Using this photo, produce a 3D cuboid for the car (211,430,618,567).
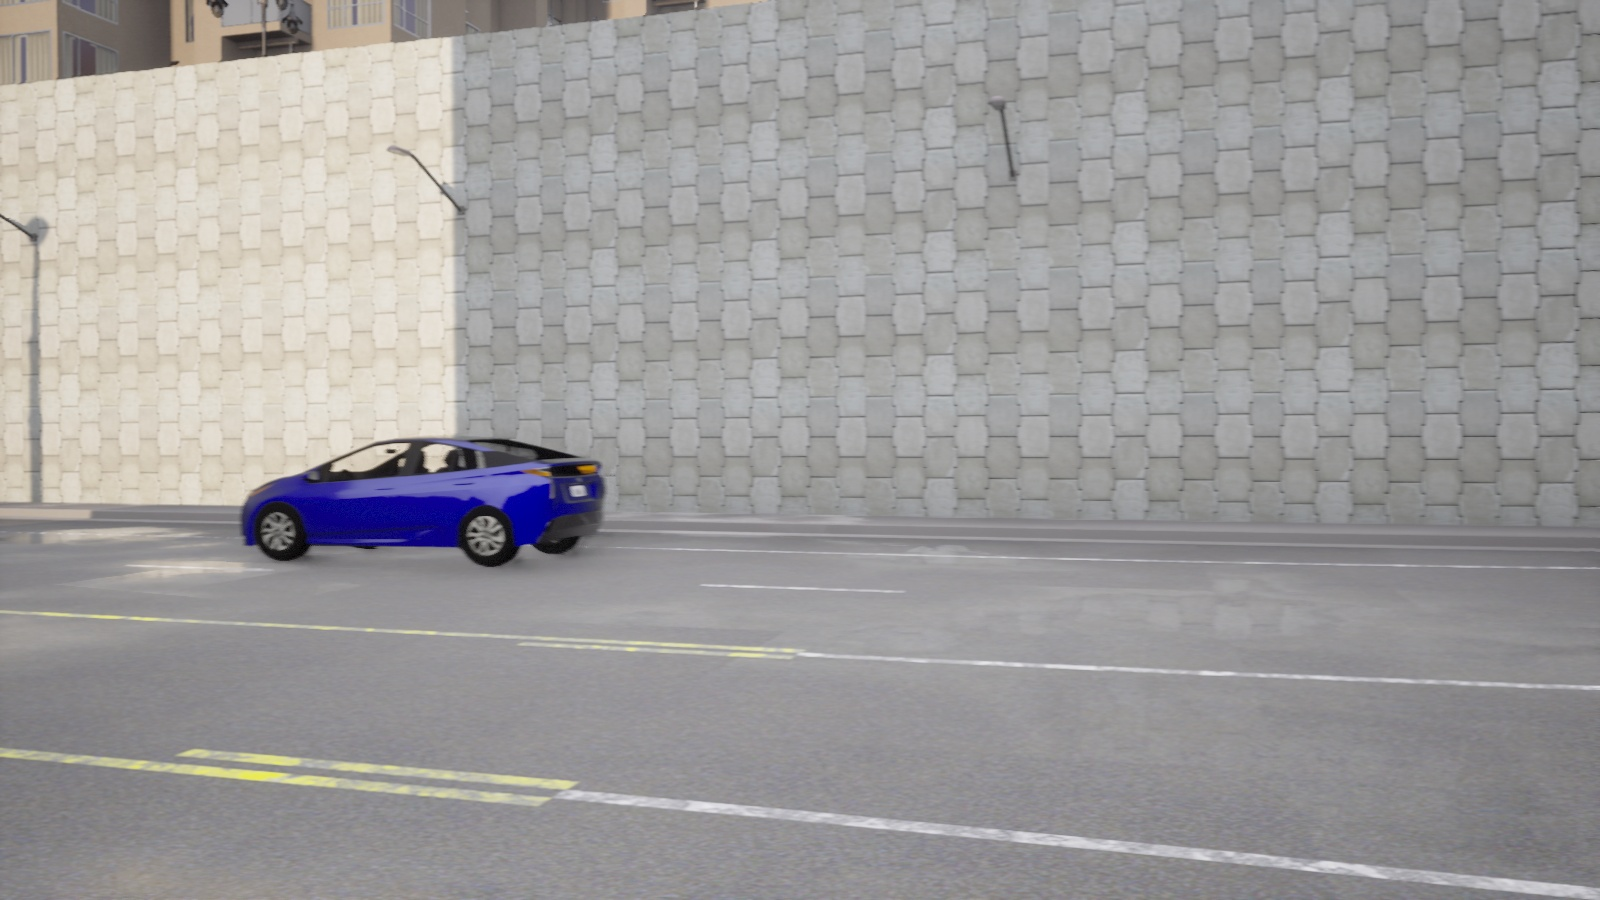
[{"bbox_3d":[-4.766,0.513,15.680,4.514,1.525,2.007,0,1,17],"label":"car"}]
